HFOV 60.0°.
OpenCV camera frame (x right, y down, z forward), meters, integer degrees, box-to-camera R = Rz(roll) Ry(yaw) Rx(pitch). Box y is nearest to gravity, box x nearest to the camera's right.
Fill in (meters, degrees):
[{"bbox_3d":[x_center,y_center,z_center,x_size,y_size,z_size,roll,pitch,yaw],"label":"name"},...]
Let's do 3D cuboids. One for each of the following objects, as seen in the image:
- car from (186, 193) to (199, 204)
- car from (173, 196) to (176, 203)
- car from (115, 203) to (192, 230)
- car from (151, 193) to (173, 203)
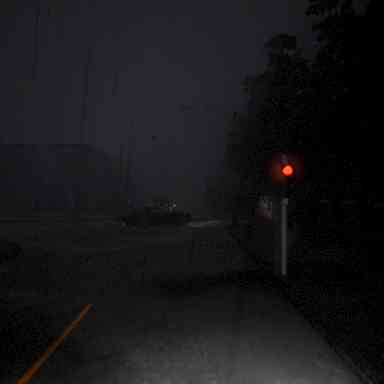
[{"bbox_3d":[0.124,1.217,62.011,2.150,2.045,5.566,0,0,0],"label":"car"},{"bbox_3d":[-4.066,1.501,53.813,1.837,1.490,4.892,0,0,0],"label":"car"},{"bbox_3d":[-2.333,1.599,21.146,4.718,1.301,1.895,0,0,-38],"label":"car"},{"bbox_3d":[-4.080,1.218,43.895,2.150,2.045,5.566,0,0,0],"label":"car"}]
